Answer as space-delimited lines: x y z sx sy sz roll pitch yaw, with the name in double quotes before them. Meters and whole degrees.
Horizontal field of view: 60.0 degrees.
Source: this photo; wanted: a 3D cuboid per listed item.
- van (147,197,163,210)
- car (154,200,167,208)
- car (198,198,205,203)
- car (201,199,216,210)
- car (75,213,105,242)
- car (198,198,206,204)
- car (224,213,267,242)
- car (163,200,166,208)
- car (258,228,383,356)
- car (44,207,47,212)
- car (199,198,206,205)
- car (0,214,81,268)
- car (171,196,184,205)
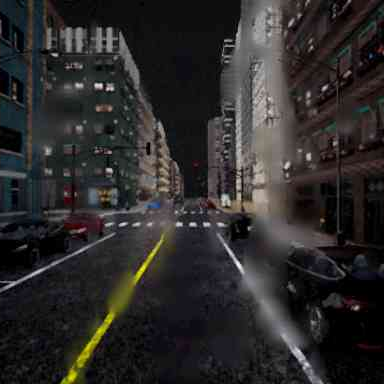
"van" -5.688 1.802 49.601 1.690 1.788 3.998 0 -1 0
"car" -5.691 2.112 60.655 1.887 1.381 4.507 0 -1 0
"car" 2.686 2.443 93.819 1.887 1.381 4.507 0 -1 0
"car" 2.691 2.042 49.599 1.802 1.307 4.206 0 -1 0
"car" -5.686 1.739 17.206 1.802 1.307 4.206 0 -1 0
"car" 2.686 2.392 88.291 2.008 1.369 4.403 0 -1 0
"car" 2.695 1.722 17.195 1.947 1.339 4.313 0 -1 0
"car" -5.689 1.829 55.129 2.192 1.841 5.009 0 -1 0
"car" 2.697 1.622 6.148 1.947 1.339 4.313 0 -1 0
"car" -18.789 1.703 38.441 4.313 1.339 1.947 1 -2 0
"car" 2.691 2.007 60.656 1.967 1.590 4.097 0 -1 0
"car" -5.685 1.672 11.683 1.947 1.339 4.313 0 -1 0
"car" -3.008 1.926 74.355 2.150 2.045 5.566 0 -1 0
